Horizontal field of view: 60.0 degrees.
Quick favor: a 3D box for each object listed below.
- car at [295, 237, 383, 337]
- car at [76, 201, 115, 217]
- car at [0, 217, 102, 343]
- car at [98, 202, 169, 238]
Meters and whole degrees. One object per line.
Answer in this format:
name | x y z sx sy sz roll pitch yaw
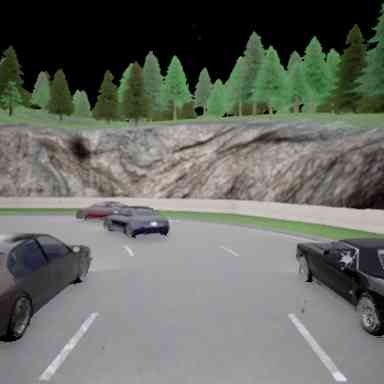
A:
car | 3.587 1.539 6.477 1.895 1.301 4.718 0 1 0
car | -6.104 1.331 23.433 4.181 1.385 1.994 0 0 27
car | -3.457 1.483 6.261 2.033 1.411 5.357 0 1 -1
car | -2.879 1.398 16.730 1.994 1.385 4.181 0 1 -35
